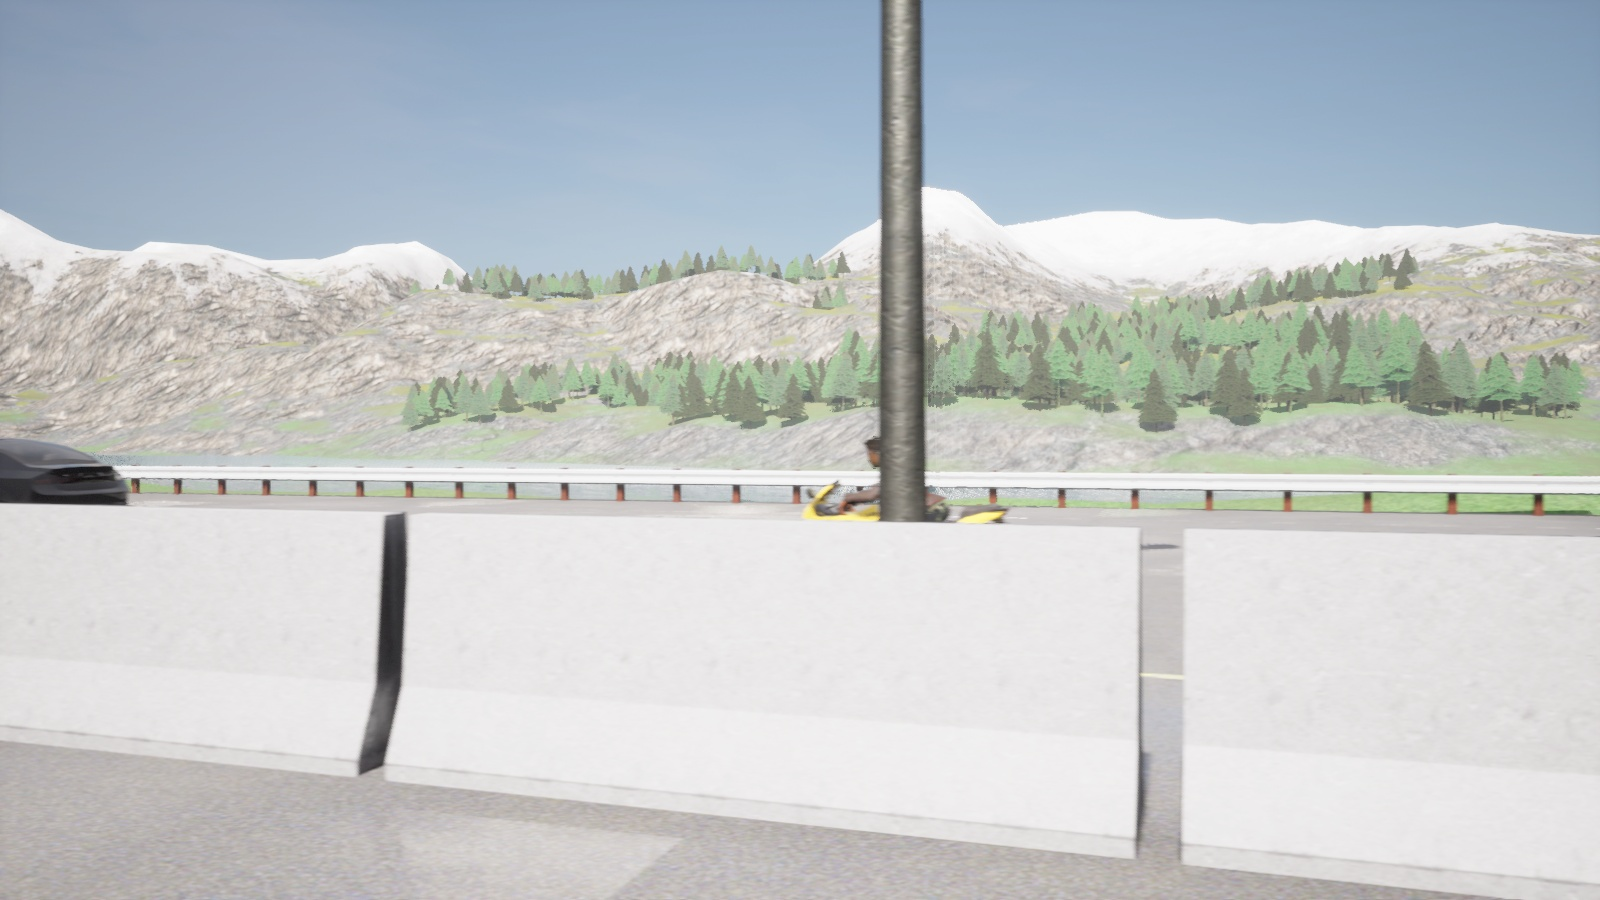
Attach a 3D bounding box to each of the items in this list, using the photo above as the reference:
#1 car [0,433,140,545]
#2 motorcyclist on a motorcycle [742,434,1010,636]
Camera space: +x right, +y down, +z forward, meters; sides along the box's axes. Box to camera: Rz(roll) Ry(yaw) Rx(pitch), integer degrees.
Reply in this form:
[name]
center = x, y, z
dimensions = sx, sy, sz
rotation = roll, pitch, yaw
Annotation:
[car]
center = -12.347, 0.492, 18.432
dimensions = 4.892, 1.490, 1.837
rotation = 1, 1, 19
[motorcyclist on a motorcycle]
center = 0.635, 0.647, 10.366
dimensions = 2.044, 1.523, 0.797
rotation = 1, 1, 19
